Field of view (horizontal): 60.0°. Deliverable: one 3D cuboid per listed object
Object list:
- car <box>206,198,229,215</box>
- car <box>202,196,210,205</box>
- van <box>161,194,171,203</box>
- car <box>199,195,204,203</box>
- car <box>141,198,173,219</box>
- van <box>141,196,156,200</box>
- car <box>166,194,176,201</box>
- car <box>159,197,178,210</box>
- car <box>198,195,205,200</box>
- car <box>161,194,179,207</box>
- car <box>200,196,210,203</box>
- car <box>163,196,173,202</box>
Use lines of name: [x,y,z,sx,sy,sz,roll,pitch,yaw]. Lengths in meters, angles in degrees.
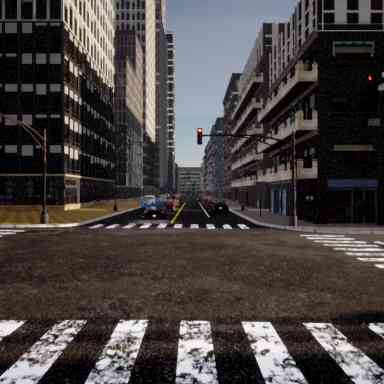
car: [2.717,1.568,33.839,1.947,1.339,4.313,0,0,0]
car: [2.724,1.550,43.806,1.887,1.381,4.507,0,0,0]
van: [-5.633,1.355,72.084,1.690,1.788,3.998,0,0,0]
car: [2.738,1.561,60.769,2.008,1.369,4.403,0,0,0]
car: [-3.076,1.549,29.719,2.033,1.411,5.357,0,0,0]
van: [-5.657,1.346,43.813,1.690,1.788,3.998,0,0,0]
car: [-5.619,1.337,89.048,2.192,1.841,5.009,0,0,0]
car: [-3.063,1.605,39.394,1.895,1.301,4.718,0,0,0]
car: [2.766,1.590,94.695,1.947,1.339,4.313,0,0,0]
car: [-3.049,1.358,49.494,2.097,1.767,4.553,0,0,0]
car: [2.748,1.559,72.077,1.887,1.381,4.507,0,0,0]
car: [-5.628,1.567,77.738,2.008,1.369,4.403,0,0,0]
